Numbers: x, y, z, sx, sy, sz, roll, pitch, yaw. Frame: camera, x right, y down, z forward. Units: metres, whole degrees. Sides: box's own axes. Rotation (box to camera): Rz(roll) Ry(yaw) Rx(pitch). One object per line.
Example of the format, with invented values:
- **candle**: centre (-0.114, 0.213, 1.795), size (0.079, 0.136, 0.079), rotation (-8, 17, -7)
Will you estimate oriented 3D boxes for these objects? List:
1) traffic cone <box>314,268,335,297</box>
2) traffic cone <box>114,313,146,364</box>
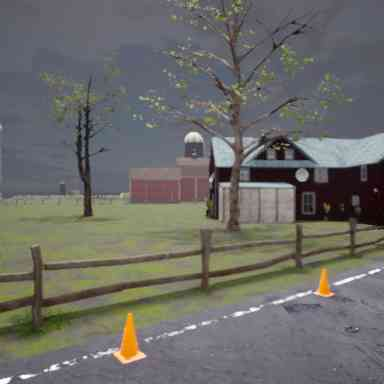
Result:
- **traffic cone**: centre (3.035, 2.045, 7.626), size (0.340, 0.580, 0.340), rotation (1, -1, -38)
- **traffic cone**: centre (-0.866, 1.989, 4.634), size (0.340, 0.580, 0.340), rotation (1, -1, -37)
